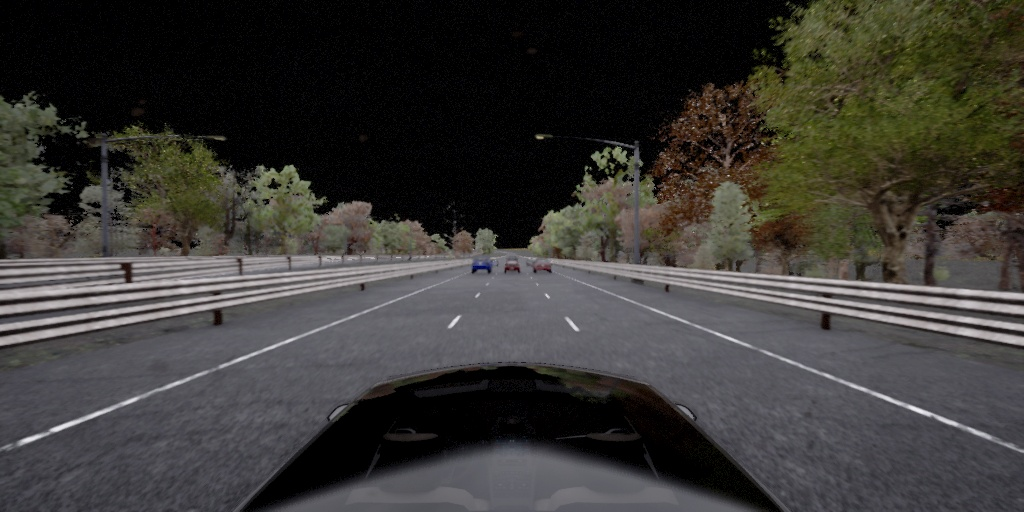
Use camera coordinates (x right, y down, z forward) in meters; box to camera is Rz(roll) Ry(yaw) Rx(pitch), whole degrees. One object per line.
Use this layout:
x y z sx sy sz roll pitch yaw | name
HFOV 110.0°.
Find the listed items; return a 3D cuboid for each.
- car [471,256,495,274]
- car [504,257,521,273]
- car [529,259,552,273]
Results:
-3.472 0.969 42.185 2.150 2.045 5.566 0 0 0 | car
0.039 1.224 43.300 1.882 1.535 5.008 0 0 0 | car
3.536 1.097 43.176 2.097 1.767 4.553 0 0 0 | car
